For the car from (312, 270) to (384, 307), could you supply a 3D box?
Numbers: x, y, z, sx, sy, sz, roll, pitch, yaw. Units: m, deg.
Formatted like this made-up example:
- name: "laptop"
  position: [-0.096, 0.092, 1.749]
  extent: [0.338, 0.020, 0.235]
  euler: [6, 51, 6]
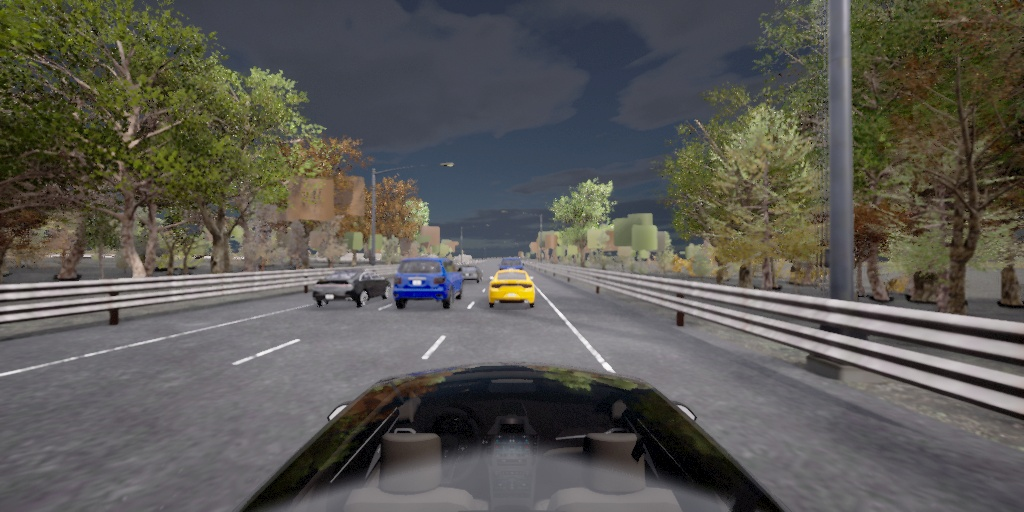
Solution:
- name: "car"
  position: [-7.013, 1.376, 16.212]
  extent: [2.128, 1.511, 4.902]
  euler: [0, 0, 0]

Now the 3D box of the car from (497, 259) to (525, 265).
- name: "car"
  position: [-0.076, 1.234, 30.968]
  extent: [2.150, 2.045, 5.566]
  euler: [0, 0, 0]

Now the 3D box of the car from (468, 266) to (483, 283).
- name: "car"
  position: [-3.576, 1.564, 30.929]
  extent: [2.033, 1.411, 5.357]
  euler: [0, 0, 0]

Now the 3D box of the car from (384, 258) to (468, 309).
- name: "car"
  position: [-3.516, 1.098, 15.934]
  extent: [2.150, 2.045, 5.566]
  euler: [0, 0, 0]

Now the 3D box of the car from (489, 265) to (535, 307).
- name: "car"
  position: [-0.012, 1.363, 16.406]
  extent: [1.882, 1.535, 5.008]
  euler: [0, 0, 0]
